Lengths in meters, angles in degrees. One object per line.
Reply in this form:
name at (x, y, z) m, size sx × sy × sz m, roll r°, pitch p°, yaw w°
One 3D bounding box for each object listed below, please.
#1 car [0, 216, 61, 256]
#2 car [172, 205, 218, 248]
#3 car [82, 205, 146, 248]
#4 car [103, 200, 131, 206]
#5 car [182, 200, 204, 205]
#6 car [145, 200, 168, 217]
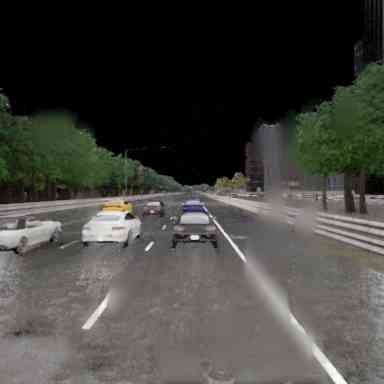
car at (-6.901, 1.592, 13.128) m, size 1.895 × 1.301 × 4.718 m, roll 0°, pitch 0°, yaw 0°
car at (0.114, 1.516, 14.672) m, size 1.812 × 1.442 × 4.674 m, roll 0°, pitch 0°, yaw 0°
car at (-3.401, 1.516, 14.680) m, size 1.812 × 1.442 × 4.674 m, roll 0°, pitch 0°, yaw 0°
car at (-6.903, 1.456, 31.125) m, size 1.882 × 1.535 × 5.008 m, roll 0°, pitch 0°, yaw 0°
car at (0.097, 1.456, 31.154) m, size 1.882 × 1.535 × 5.008 m, roll 0°, pitch 0°, yaw 0°
car at (-3.403, 1.504, 30.721) m, size 1.812 × 1.442 × 4.674 m, roll 0°, pitch 0°, yaw 0°
